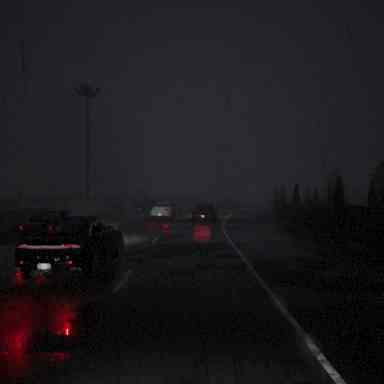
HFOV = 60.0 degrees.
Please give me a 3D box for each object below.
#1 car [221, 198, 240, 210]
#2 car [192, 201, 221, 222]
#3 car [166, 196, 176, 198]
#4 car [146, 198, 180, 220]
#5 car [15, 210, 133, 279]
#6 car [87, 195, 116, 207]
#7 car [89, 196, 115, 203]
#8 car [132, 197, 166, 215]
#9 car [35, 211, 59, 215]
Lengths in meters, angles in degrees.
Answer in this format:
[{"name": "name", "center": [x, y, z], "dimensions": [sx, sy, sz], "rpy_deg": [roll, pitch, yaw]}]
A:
[{"name": "car", "center": [4.853, 1.552, 42.572], "dimensions": [1.812, 1.442, 4.674], "rpy_deg": [0, 0, 18]}, {"name": "car", "center": [1.108, 1.523, 26.946], "dimensions": [1.837, 1.490, 4.892], "rpy_deg": [0, 0, 7]}, {"name": "car", "center": [-3.994, 1.438, 58.508], "dimensions": [1.895, 1.301, 4.718], "rpy_deg": [0, 0, 26]}, {"name": "car", "center": [-2.226, 1.544, 28.389], "dimensions": [1.812, 1.442, 4.674], "rpy_deg": [0, 0, 8]}, {"name": "car", "center": [-3.397, 1.498, 10.079], "dimensions": [2.128, 1.511, 4.902], "rpy_deg": [0, 0, 0]}, {"name": "car", "center": [-14.204, 1.384, 52.323], "dimensions": [2.097, 1.767, 4.553], "rpy_deg": [0, 0, 20]}, {"name": "car", "center": [-12.546, 1.521, 46.264], "dimensions": [2.128, 1.511, 4.902], "rpy_deg": [0, 0, 18]}, {"name": "car", "center": [-4.609, 1.500, 34.641], "dimensions": [1.882, 1.535, 5.008], "rpy_deg": [0, 0, 12]}, {"name": "car", "center": [-6.794, 1.612, 16.888], "dimensions": [1.895, 1.301, 4.718], "rpy_deg": [0, 0, 2]}]
